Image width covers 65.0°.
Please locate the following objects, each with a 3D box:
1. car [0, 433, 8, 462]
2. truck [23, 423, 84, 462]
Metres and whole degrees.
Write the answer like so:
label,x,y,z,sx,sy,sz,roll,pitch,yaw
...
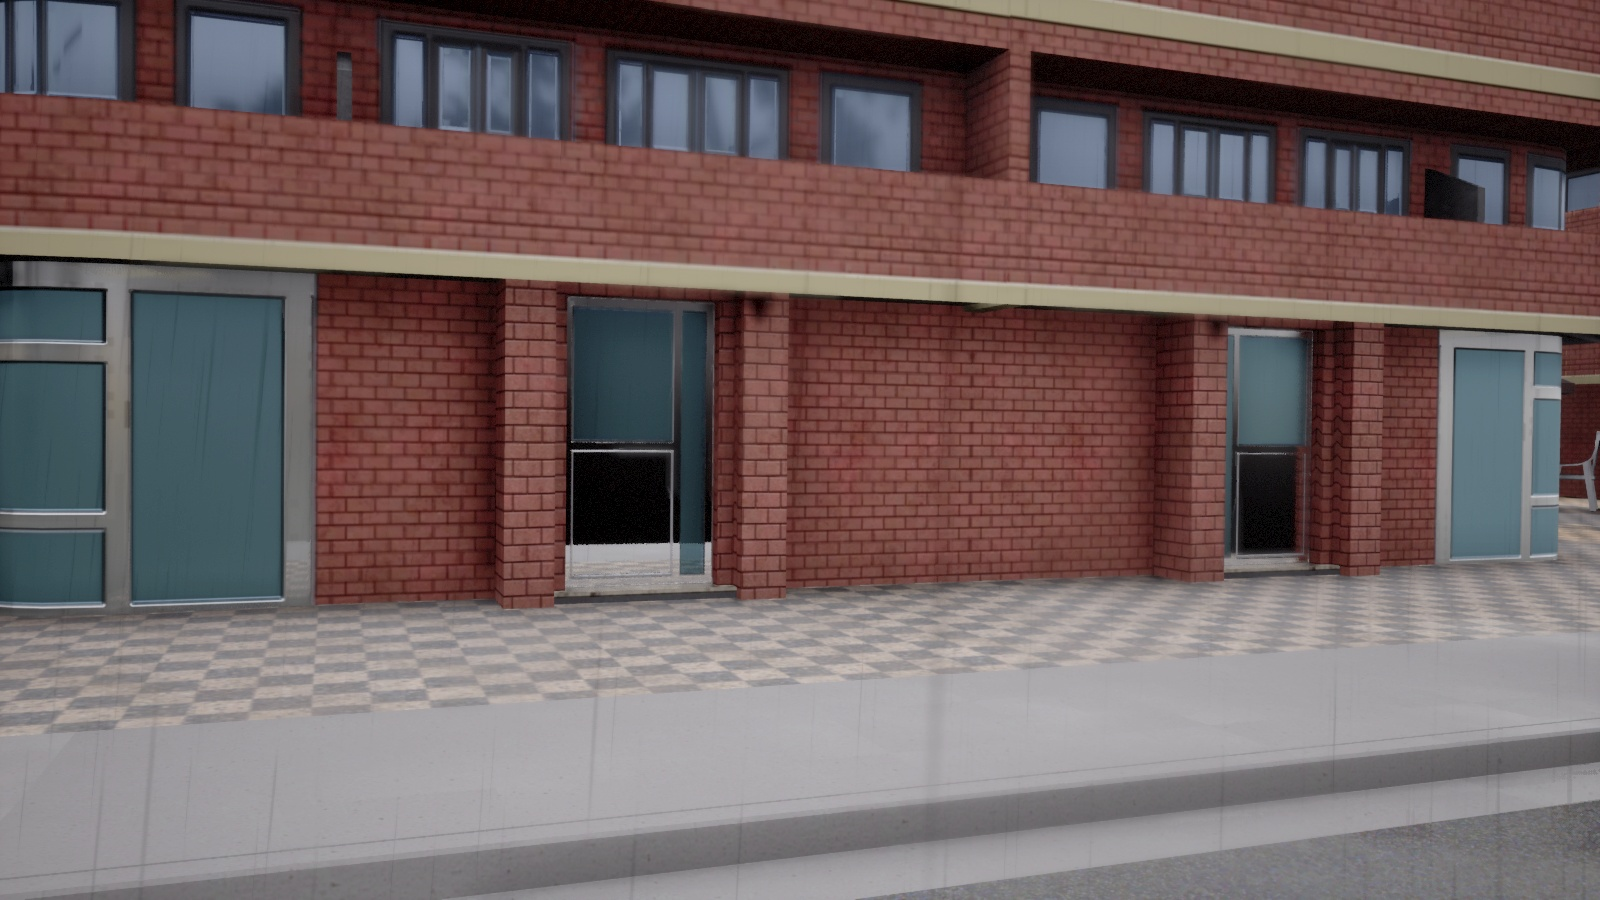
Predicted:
label,x,y,z,sx,sy,sz,roll,pitch,yaw
car,-51.750,-0.142,79.606,1.905,1.878,3.866,-1,1,-21
truck,-49.507,-0.510,83.374,2.627,2.467,5.204,-1,1,-22
